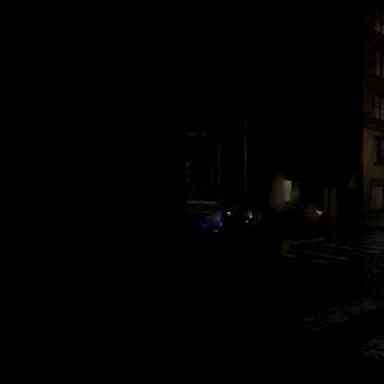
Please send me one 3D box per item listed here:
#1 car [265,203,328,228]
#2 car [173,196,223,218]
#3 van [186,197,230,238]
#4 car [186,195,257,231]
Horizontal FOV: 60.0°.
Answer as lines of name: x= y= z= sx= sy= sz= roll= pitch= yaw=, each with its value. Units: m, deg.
car: x=6.907 y=1.432 z=22.483 sx=1.967 sy=1.590 sz=4.097 roll=0 pitch=0 yaw=-35
car: x=0.494 y=1.301 z=31.629 sx=2.192 sy=1.841 sz=5.009 roll=0 pitch=0 yaw=-35
van: x=-0.064 y=1.345 z=17.574 sx=1.690 sy=1.788 sz=3.998 roll=0 pitch=0 yaw=-35
car: x=1.448 y=1.219 z=20.261 sx=2.150 sy=2.045 sz=5.566 roll=0 pitch=0 yaw=-33
